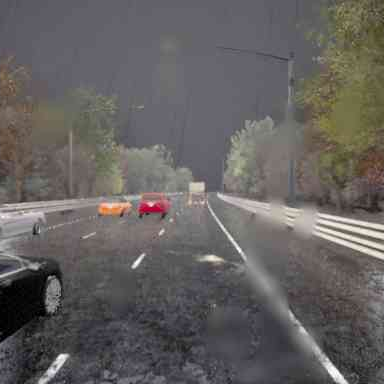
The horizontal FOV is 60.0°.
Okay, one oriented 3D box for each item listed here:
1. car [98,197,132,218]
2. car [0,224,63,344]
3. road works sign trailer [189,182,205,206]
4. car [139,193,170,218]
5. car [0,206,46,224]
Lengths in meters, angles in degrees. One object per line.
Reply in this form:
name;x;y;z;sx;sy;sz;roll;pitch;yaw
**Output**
car;-6.627;1.243;29.204;2.097;1.767;4.553;0;0;1
car;-3.385;1.476;4.462;2.128;1.511;4.902;0;0;0
road works sign trailer;0.710;0.267;48.757;2.380;3.560;2.880;0;0;2
car;-3.149;1.115;28.620;2.150;2.045;5.566;0;0;1
car;-6.915;1.139;11.542;1.895;1.301;4.718;-4;0;0
